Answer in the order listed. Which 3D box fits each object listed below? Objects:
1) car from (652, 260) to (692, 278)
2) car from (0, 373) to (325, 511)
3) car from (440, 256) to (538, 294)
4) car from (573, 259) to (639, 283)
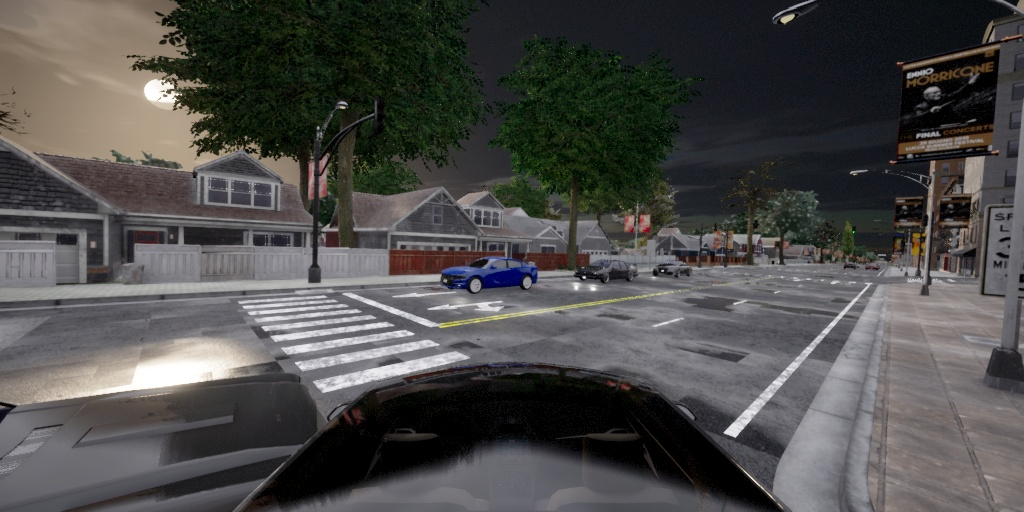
[{"bbox_3d":[13.582,1.027,30.260,4.181,1.385,1.994,1,2,-44],"label":"car"},{"bbox_3d":[-3.318,1.273,1.430,4.718,1.301,1.895,1,2,-33],"label":"car"},{"bbox_3d":[-0.942,0.778,16.588,5.008,1.535,1.882,1,2,-43],"label":"car"},{"bbox_3d":[6.304,0.927,23.424,5.357,1.411,2.033,1,2,-43],"label":"car"}]
